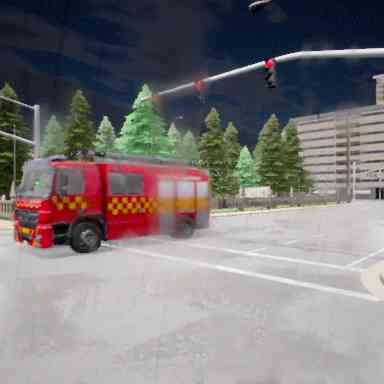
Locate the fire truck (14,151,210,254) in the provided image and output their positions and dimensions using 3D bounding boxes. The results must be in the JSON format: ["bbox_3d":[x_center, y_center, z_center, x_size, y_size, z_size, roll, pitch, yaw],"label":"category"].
[{"bbox_3d":[-2.927,0.340,14.769,2.891,3.827,8.468,0,0,44],"label":"fire truck"}]
